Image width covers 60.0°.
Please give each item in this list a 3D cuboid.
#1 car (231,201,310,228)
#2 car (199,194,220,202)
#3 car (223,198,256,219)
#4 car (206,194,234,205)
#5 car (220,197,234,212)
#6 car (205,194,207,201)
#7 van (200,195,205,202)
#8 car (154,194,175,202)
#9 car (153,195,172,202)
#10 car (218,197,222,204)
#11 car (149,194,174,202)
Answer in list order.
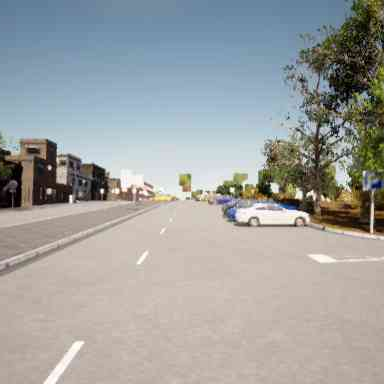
[{"bbox_3d":[5.082,1.471,21.229,4.674,1.452,2.002,0,0,0],"label":"car"},{"bbox_3d":[4.763,1.587,90.401,5.566,2.045,2.435,0,-2,-1],"label":"car"},{"bbox_3d":[5.090,1.432,24.377,5.008,1.535,2.097,0,0,0],"label":"car"},{"bbox_3d":[5.115,1.320,55.263,4.553,1.767,2.185,0,0,0],"label":"car"},{"bbox_3d":[5.079,1.434,27.651,4.892,1.521,2.231,0,0,0],"label":"car"},{"bbox_3d":[5.042,1.488,58.433,4.674,1.452,2.002,0,0,0],"label":"car"},{"bbox_3d":[4.772,1.375,79.229,4.442,1.987,1.878,0,-1,0],"label":"van"},{"bbox_3d":[-7.469,1.626,91.916,5.566,2.045,2.435,0,-1,-1],"label":"car"},{"bbox_3d":[-7.379,1.532,82.686,4.553,1.767,2.185,0,-1,-1],"label":"car"},{"bbox_3d":[5.081,1.475,30.927,4.674,1.452,2.002,0,0,0],"label":"car"},{"bbox_3d":[-7.569,1.603,79.765,5.366,1.575,1.946,0,-1,0],"label":"car"}]
